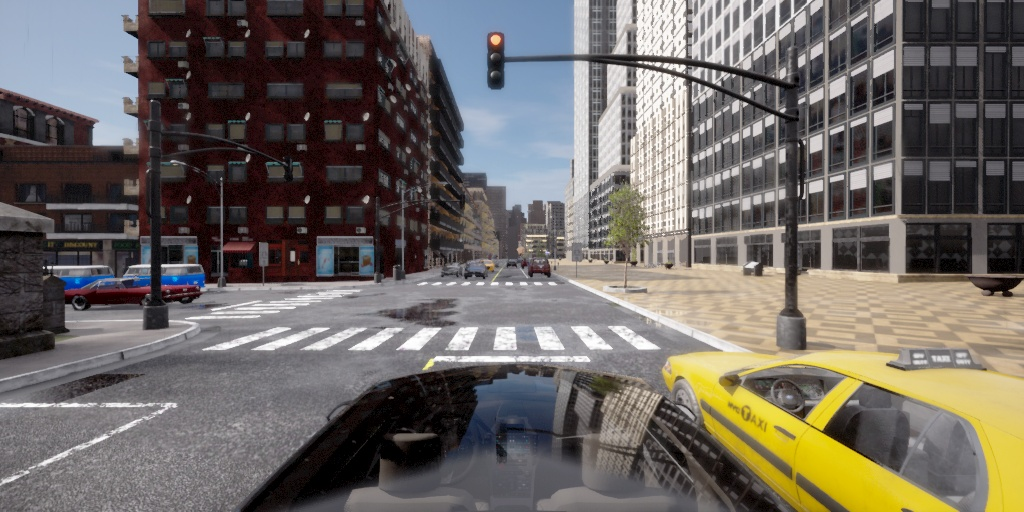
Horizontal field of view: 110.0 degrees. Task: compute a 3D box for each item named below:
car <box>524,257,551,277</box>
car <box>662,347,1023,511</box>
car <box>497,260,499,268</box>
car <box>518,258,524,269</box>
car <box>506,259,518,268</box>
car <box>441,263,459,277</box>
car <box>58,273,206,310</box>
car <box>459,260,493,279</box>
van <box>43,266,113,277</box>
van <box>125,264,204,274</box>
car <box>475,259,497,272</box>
[{"bbox_3d":[2.616,1.074,34.784,2.192,1.841,5.009,0,0,0],"label":"car"},{"bbox_3d":[2.690,1.275,2.541,1.751,1.417,4.829,0,0,0],"label":"car"},{"bbox_3d":[-3.200,1.283,60.723,2.128,1.511,4.902,0,0,0],"label":"car"},{"bbox_3d":[2.565,1.099,56.888,2.192,1.841,5.009,0,0,0],"label":"car"},{"bbox_3d":[-0.038,1.300,63.821,1.837,1.490,4.892,0,0,0],"label":"car"},{"bbox_3d":[-5.764,1.310,34.764,2.007,1.370,4.403,0,0,0],"label":"car"},{"bbox_3d":[-16.578,1.603,15.746,4.718,1.301,1.895,-1,0,-1],"label":"car"},{"bbox_3d":[-3.167,1.306,32.573,2.033,1.411,5.357,0,0,0],"label":"car"},{"bbox_3d":[-26.348,1.481,21.426,3.998,1.789,1.690,0,0,-1],"label":"van"},{"bbox_3d":[-20.810,1.391,21.490,3.998,1.789,1.690,0,0,-1],"label":"van"},{"bbox_3d":[-3.195,1.246,44.702,1.882,1.535,5.008,0,0,0],"label":"car"}]
